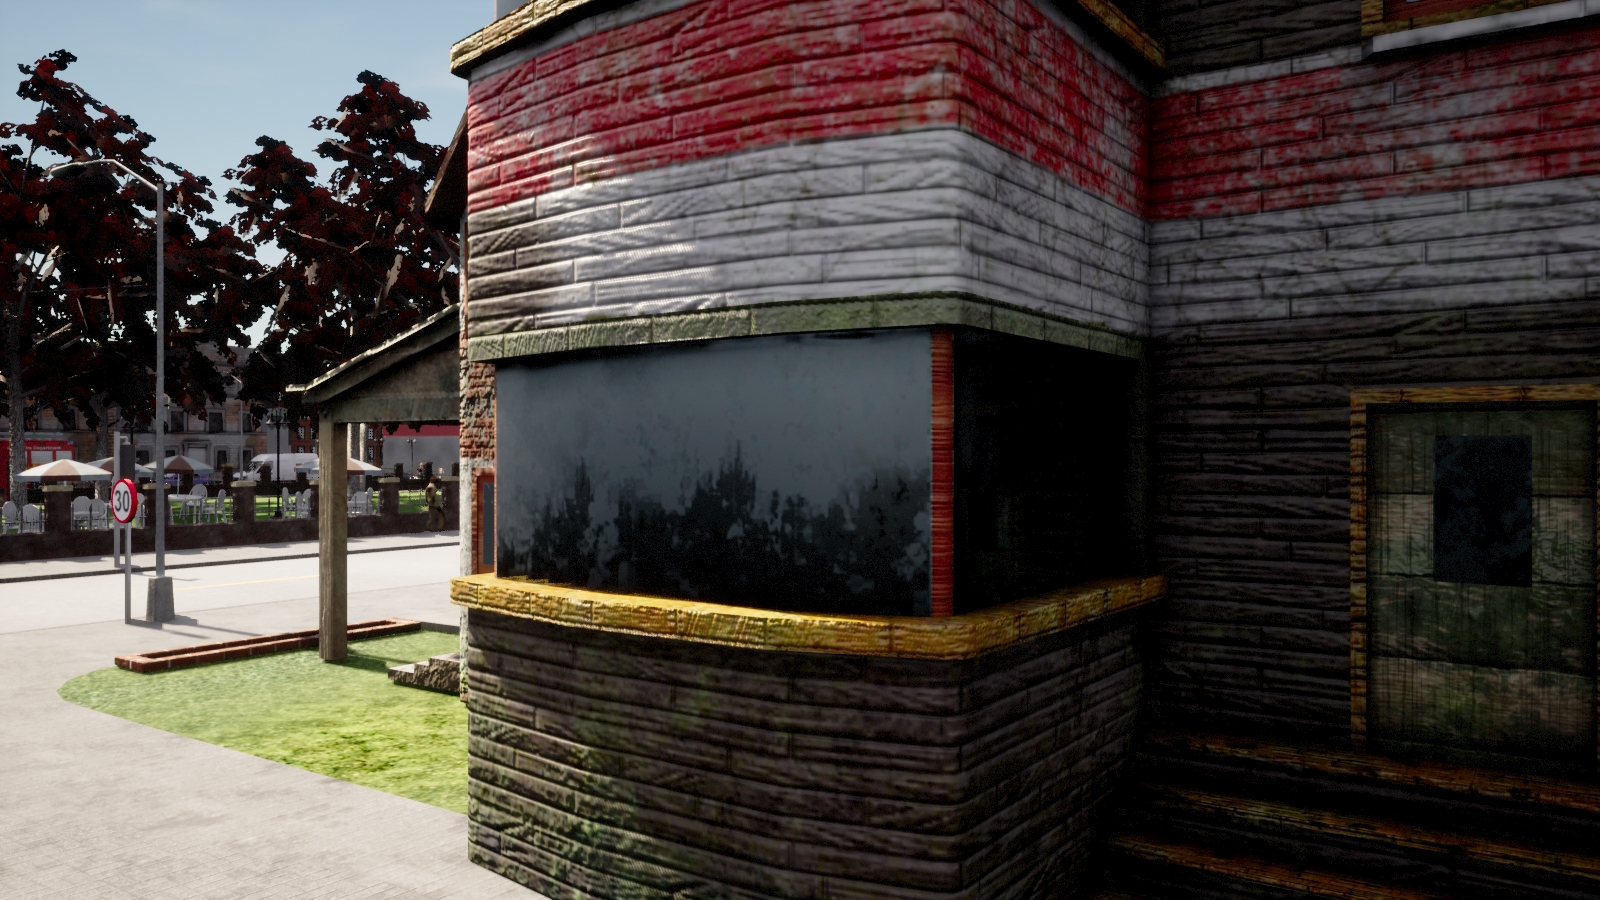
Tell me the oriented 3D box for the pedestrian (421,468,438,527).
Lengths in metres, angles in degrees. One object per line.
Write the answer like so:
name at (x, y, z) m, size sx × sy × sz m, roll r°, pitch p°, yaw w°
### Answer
pedestrian at (-11.902, 1.525, 36.685) m, size 0.375 × 1.860 × 0.375 m, roll 0°, pitch 0°, yaw 35°
